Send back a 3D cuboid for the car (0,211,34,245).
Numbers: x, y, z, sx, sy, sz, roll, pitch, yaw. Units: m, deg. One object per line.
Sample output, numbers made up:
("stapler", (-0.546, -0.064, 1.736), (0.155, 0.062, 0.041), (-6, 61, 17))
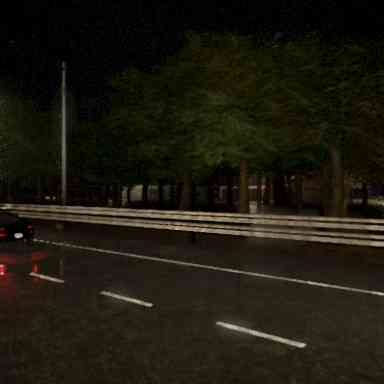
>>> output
("car", (-8.648, 1.543, 14.344), (4.674, 1.442, 1.812), (0, 0, 36))
